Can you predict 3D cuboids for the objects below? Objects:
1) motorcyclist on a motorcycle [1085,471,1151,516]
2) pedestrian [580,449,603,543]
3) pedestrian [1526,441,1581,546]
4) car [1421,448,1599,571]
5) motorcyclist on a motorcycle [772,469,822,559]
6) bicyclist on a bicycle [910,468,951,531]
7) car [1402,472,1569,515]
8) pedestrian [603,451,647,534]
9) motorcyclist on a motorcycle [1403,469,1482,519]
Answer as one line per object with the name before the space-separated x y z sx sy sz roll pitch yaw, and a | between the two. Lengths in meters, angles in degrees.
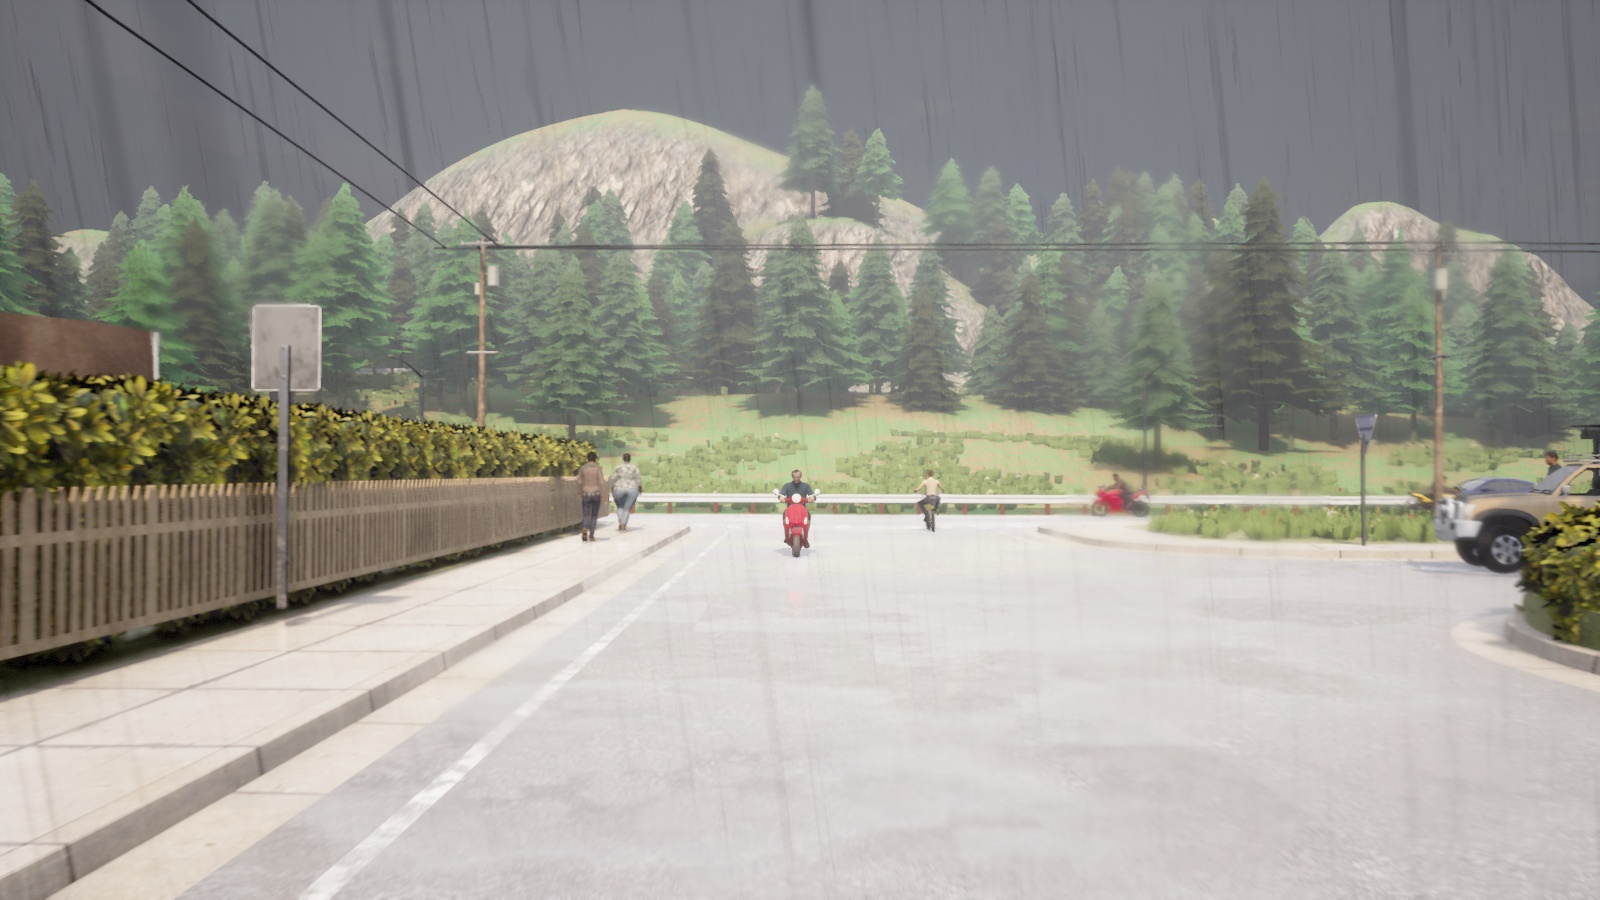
motorcyclist on a motorcycle | 10.818 1.471 42.815 2.044 1.523 0.797 0 -1 0
pedestrian | -4.069 0.898 24.571 0.328 1.805 0.869 0 -1 -1
pedestrian | 14.167 0.809 23.620 0.788 1.949 0.423 -1 -1 16
car | 12.533 0.914 19.845 4.605 1.855 1.932 -1 -1 17
motorcyclist on a motorcycle | -0.056 1.156 23.153 0.866 1.590 1.817 0 -1 0
bicyclist on a bicycle | 3.411 1.290 32.991 0.866 1.612 1.509 -1 -1 -2
car | 23.292 1.464 42.779 4.674 1.442 1.812 0 -1 0
pedestrian | -4.014 0.971 28.911 0.874 1.855 0.900 0 -1 0
motorcyclist on a motorcycle | 20.092 1.375 39.290 2.044 1.523 0.797 0 -1 0
